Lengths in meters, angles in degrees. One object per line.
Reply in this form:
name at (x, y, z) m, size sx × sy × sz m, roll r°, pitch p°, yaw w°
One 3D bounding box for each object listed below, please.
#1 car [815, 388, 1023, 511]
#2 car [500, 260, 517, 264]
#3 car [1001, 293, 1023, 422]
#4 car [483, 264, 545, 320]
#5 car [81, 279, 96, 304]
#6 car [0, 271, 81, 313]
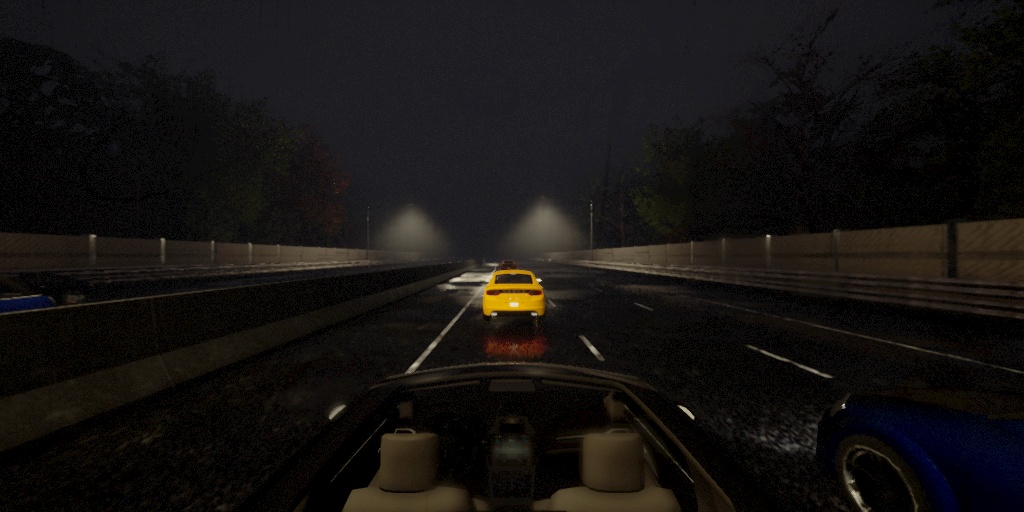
car at (3.591, 1.313, 1.318) m, size 1.994 × 1.385 × 4.181 m, roll 0°, pitch 0°, yaw 0°
car at (-0.430, 1.243, 43.520) m, size 1.882 × 1.535 × 5.008 m, roll 0°, pitch 0°, yaw -1°
car at (7.092, 1.226, 2.007) m, size 1.882 × 1.535 × 5.008 m, roll 0°, pitch 0°, yaw 0°
car at (0.049, 1.232, 12.679) m, size 1.882 × 1.535 × 5.008 m, roll 0°, pitch 0°, yaw 0°
car at (-17.649, 1.282, 12.458) m, size 1.812 × 1.442 × 4.674 m, roll 0°, pitch 0°, yaw 0°
car at (-10.617, 1.105, 5.640) m, size 2.097 × 1.767 × 4.553 m, roll 0°, pitch 0°, yaw 0°
